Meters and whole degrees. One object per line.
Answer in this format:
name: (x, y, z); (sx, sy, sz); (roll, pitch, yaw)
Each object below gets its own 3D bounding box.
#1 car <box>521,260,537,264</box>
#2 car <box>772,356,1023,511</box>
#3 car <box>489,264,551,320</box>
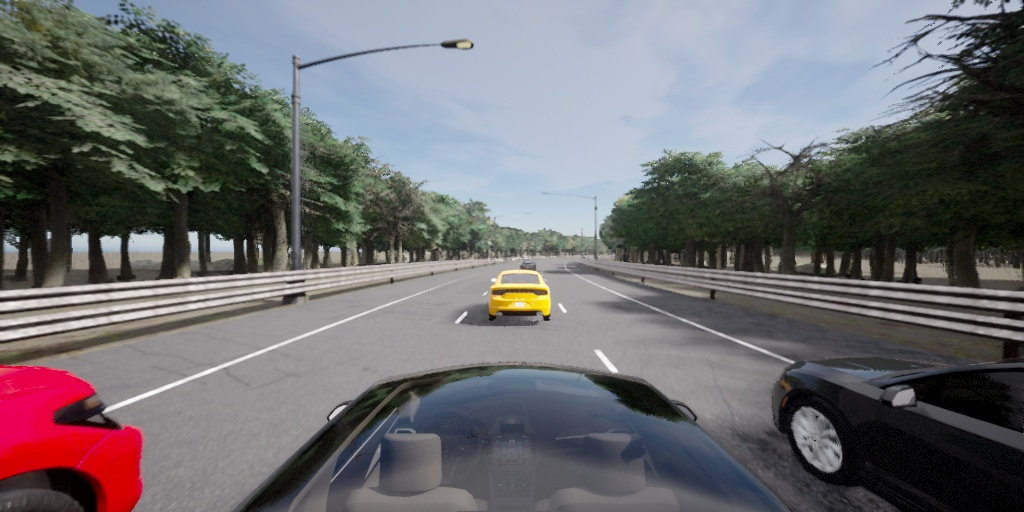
car: (2.048, 1.200, 44.151); (2.128, 1.511, 4.902); (0, 0, 5)
car: (3.626, 1.258, 1.747); (1.837, 1.490, 4.892); (0, 0, 0)
car: (0.272, 1.225, 12.672); (1.882, 1.535, 5.008); (0, 0, 1)
